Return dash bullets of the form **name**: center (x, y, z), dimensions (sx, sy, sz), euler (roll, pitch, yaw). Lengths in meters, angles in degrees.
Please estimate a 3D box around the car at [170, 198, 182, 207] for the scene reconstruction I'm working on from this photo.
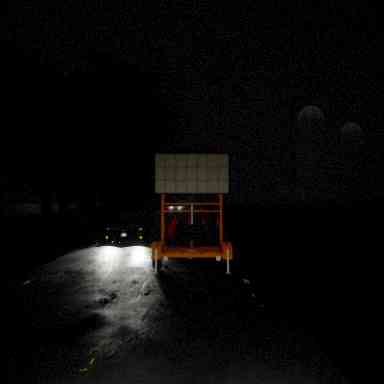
- **car**: center (-2.838, 1.788, 57.732), dimensions (1.812, 1.442, 4.674), euler (0, -1, 0)

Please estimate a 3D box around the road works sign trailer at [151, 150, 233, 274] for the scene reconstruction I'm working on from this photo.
- **road works sign trailer**: center (-0.001, 0.481, 10.567), dimensions (2.380, 3.560, 2.880), euler (0, 0, 0)

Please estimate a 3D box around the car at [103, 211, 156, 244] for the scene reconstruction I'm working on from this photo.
- **car**: center (-2.850, 1.599, 15.881), dimensions (1.994, 1.385, 4.181), euler (0, 0, 0)
